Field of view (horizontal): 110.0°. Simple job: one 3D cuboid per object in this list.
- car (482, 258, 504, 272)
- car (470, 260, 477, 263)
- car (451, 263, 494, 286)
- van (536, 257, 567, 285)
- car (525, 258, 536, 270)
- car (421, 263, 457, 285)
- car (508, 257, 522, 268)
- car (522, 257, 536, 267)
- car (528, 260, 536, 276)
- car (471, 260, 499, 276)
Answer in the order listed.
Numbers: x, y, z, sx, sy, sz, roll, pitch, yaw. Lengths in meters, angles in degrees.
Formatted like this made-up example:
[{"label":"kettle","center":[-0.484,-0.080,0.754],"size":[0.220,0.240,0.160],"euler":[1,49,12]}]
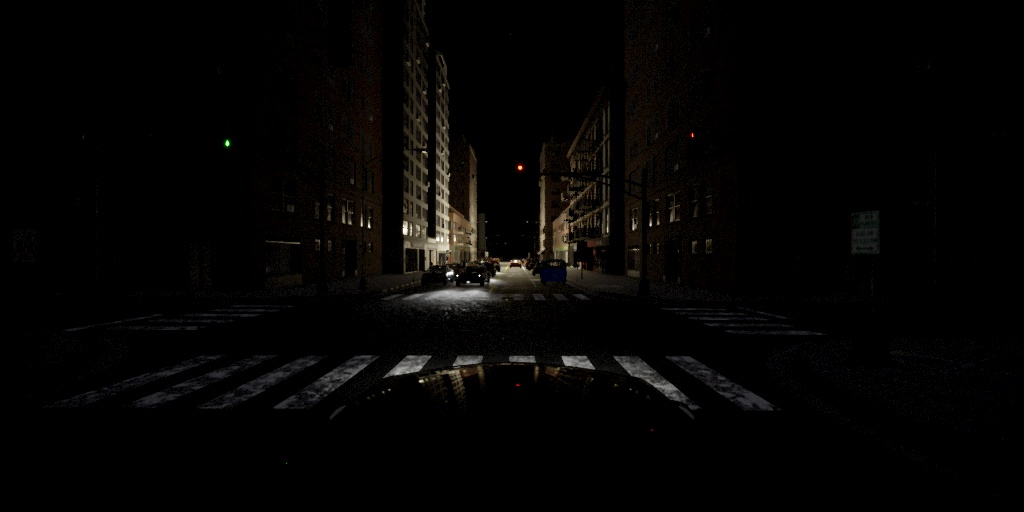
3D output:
[{"label":"car","center":[-2.464,1.309,45.193],"size":[1.994,1.385,4.181],"euler":[0,0,1]},{"label":"car","center":[-4.987,1.269,47.977],"size":[1.751,1.417,4.829],"euler":[0,0,1]},{"label":"car","center":[-2.658,1.349,25.127],"size":[1.895,1.301,4.718],"euler":[0,0,4]},{"label":"van","center":[2.840,1.089,25.358],"size":[1.690,1.789,3.998],"euler":[0,0,1]},{"label":"car","center":[3.039,1.325,48.082],"size":[1.802,1.307,4.207],"euler":[0,0,1]},{"label":"car","center":[-5.185,1.299,25.419],"size":[2.007,1.370,4.403],"euler":[0,0,1]},{"label":"car","center":[0.602,1.336,59.039],"size":[1.895,1.301,4.718],"euler":[0,0,1]},{"label":"car","center":[3.089,1.054,53.764],"size":[2.192,1.841,5.009],"euler":[0,0,1]},{"label":"car","center":[2.939,1.329,36.720],"size":[1.802,1.307,4.207],"euler":[0,0,1]},{"label":"car","center":[-2.558,1.348,35.139],"size":[1.895,1.301,4.718],"euler":[0,0,0]}]
